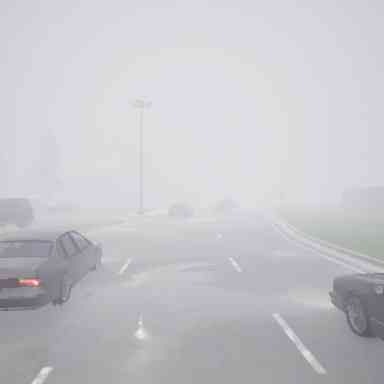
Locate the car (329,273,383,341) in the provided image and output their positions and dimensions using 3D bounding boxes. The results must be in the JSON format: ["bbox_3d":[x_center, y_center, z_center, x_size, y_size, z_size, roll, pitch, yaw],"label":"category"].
[{"bbox_3d":[3.621,1.578,3.708,2.033,1.411,5.357,0,0,-4],"label":"car"}]

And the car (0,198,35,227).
[{"bbox_3d":[-12.513,1.409,20.906,2.150,2.045,5.566,0,0,18],"label":"car"}]

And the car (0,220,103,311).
[{"bbox_3d":[-3.578,1.621,8.158,2.033,1.411,5.357,0,0,-4],"label":"car"}]

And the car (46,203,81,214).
[{"bbox_3d":[-15.417,1.954,40.007,1.895,1.301,4.718,0,0,11],"label":"car"}]

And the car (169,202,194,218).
[{"bbox_3d":[-1.048,1.785,33.997,2.128,1.511,4.902,0,0,10],"label":"car"}]

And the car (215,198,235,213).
[{"bbox_3d":[3.948,1.861,41.797,1.837,1.490,4.892,0,-1,11],"label":"car"}]

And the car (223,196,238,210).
[{"bbox_3d":[5.869,1.665,52.079,2.150,2.045,5.566,0,0,11],"label":"car"}]
